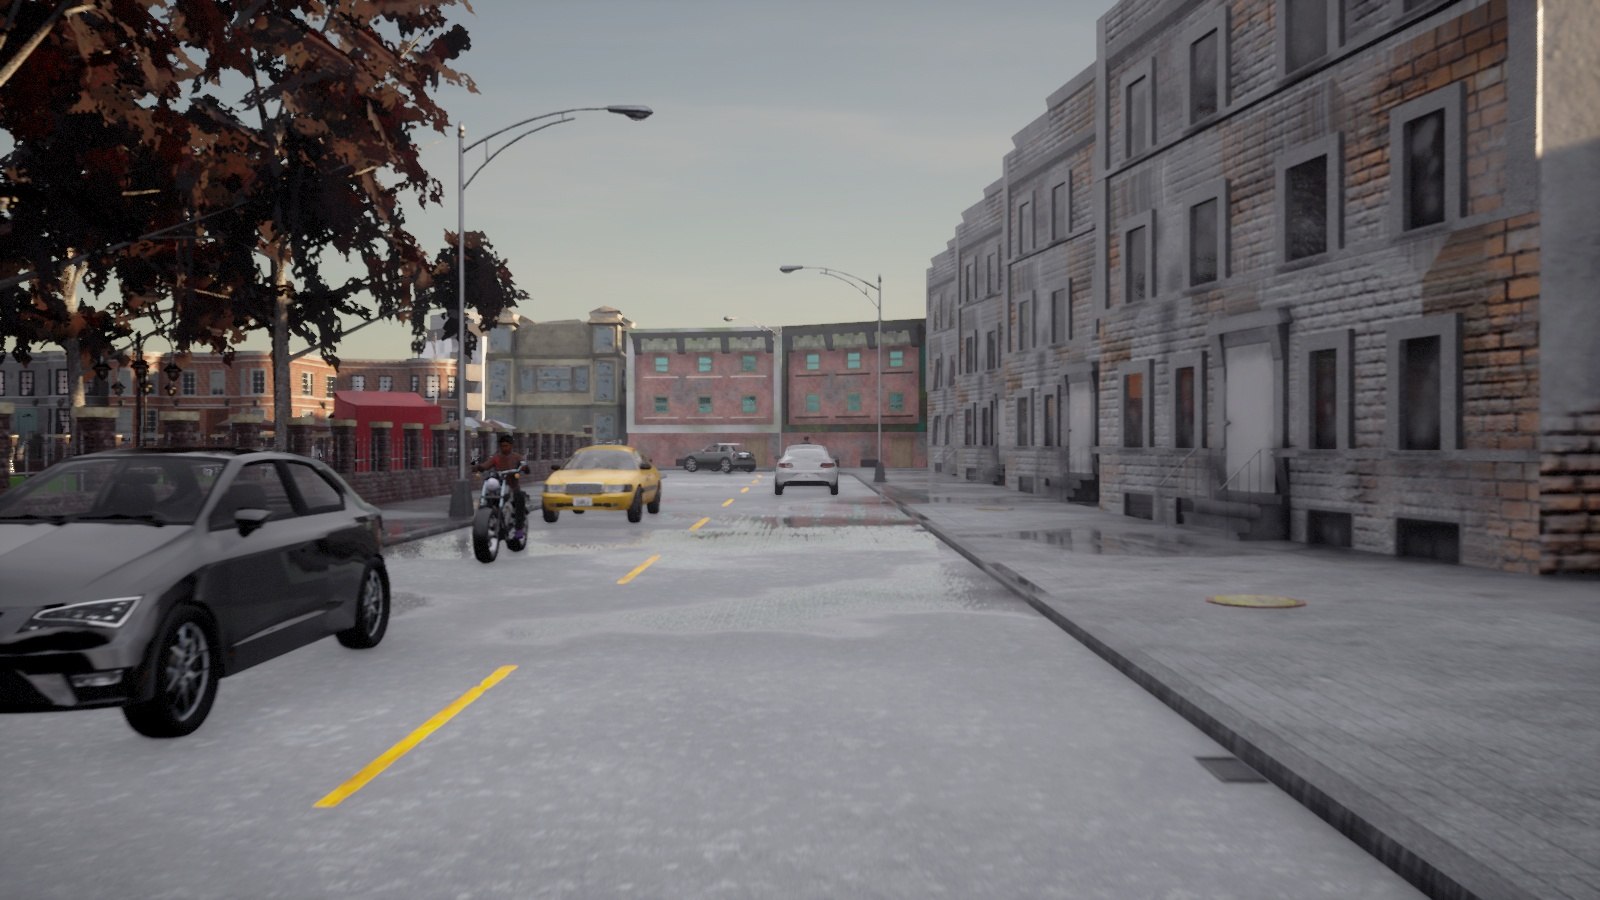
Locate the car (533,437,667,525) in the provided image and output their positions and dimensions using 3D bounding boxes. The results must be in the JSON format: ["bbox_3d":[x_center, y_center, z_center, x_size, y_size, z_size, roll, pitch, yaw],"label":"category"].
[{"bbox_3d":[-3.863,0.541,25.137,1.801,1.575,5.366,0,0,0],"label":"car"}]

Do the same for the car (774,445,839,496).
[{"bbox_3d":[0.192,0.560,37.735,1.812,1.442,4.674,0,0,0],"label":"car"}]

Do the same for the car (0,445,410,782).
[{"bbox_3d":[-3.942,0.714,7.638,1.816,1.474,4.193,0,0,0],"label":"car"}]

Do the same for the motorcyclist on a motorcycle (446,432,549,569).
[{"bbox_3d":[-3.900,0.601,16.375,0.766,1.649,2.350,0,0,0],"label":"motorcyclist on a motorcycle"}]

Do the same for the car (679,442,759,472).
[{"bbox_3d":[-4.110,0.351,63.767,3.806,1.475,1.970,0,0,42],"label":"car"}]
